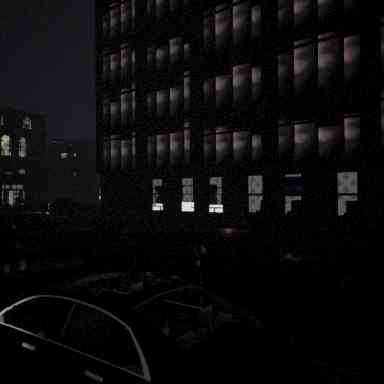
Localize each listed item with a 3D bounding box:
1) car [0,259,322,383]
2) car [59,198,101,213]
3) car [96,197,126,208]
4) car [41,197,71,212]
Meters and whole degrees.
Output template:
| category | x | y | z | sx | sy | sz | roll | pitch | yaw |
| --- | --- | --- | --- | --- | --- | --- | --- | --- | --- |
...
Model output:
| category | x | y | z | sx | sy | sz | roll | pitch | yaw |
| --- | --- | --- | --- | --- | --- | --- | --- | --- | --- |
| car | -0.961 | 1.551 | 3.562 | 4.403 | 1.369 | 2.008 | 0 | 0 | 35 |
| car | -12.177 | 1.683 | 37.276 | 1.802 | 1.307 | 4.206 | -1 | -1 | 36 |
| car | -12.395 | 1.643 | 51.182 | 1.967 | 1.590 | 4.097 | -1 | -1 | 36 |
| car | -16.374 | 1.489 | 41.397 | 2.097 | 1.767 | 4.553 | 0 | -1 | 37 |
